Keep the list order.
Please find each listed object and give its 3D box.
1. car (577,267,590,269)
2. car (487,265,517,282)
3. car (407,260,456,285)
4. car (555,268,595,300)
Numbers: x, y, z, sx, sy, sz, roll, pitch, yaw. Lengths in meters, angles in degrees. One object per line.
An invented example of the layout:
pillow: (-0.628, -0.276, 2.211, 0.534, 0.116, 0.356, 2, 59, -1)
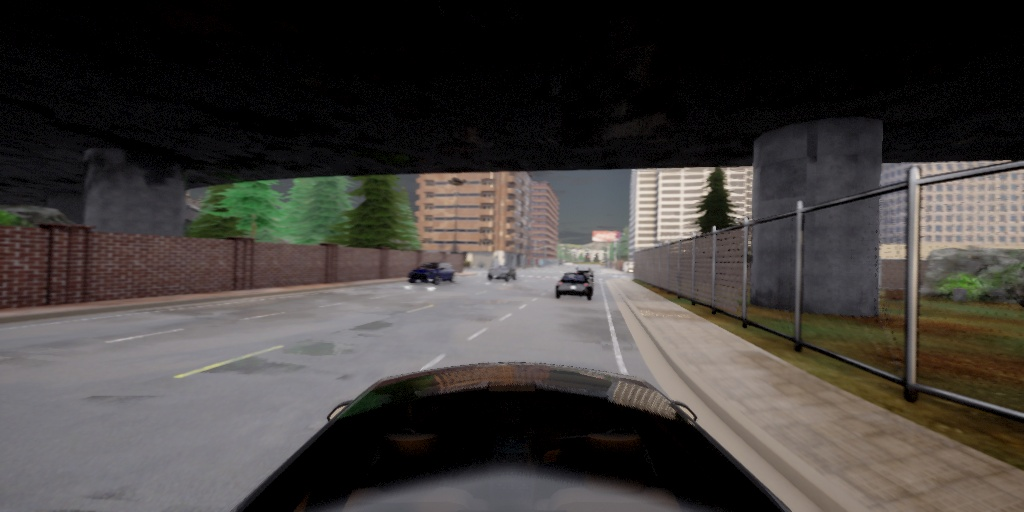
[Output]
car: (6.971, 1.811, 35.004, 2.128, 1.511, 4.902, 2, -1, 13)
car: (-0.854, 1.549, 32.892, 2.128, 1.511, 4.902, 2, -1, 14)
car: (-5.903, 1.189, 26.814, 2.097, 1.767, 4.553, 2, -1, 13)
car: (3.600, 1.624, 20.469, 1.994, 1.385, 4.181, 2, -1, 13)
